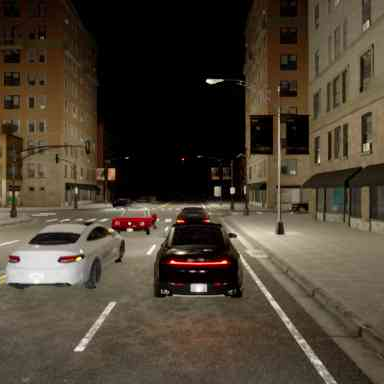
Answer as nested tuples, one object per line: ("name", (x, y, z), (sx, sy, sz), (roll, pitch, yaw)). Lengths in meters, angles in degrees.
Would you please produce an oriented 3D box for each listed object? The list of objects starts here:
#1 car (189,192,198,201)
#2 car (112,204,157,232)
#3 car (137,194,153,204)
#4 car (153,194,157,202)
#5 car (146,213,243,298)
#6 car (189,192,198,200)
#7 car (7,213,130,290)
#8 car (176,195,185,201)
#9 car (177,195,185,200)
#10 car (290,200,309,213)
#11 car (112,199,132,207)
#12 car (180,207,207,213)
("car", (0.349, 1.477, 79.726), (1.837, 1.490, 4.892), (0, 0, 0))
("car", (-3.071, 1.600, 18.738), (1.895, 1.301, 4.718), (0, 0, 0))
("car", (-9.480, 1.534, 65.689), (2.033, 1.411, 5.357), (0, 0, 1))
("car", (-9.411, 1.335, 77.559), (2.097, 1.767, 4.553), (0, 0, 0))
("car", (0.136, 1.505, 8.501), (1.837, 1.490, 4.892), (0, 0, 0))
("car", (0.394, 1.070, 90.175), (2.150, 2.045, 5.566), (0, 0, 0))
("car", (-3.119, 1.525, 8.998), (1.812, 1.442, 4.674), (0, 0, 0))
("car", (-2.900, 1.502, 80.157), (1.812, 1.442, 4.674), (0, 0, 0))
("car", (-2.856, 1.398, 90.160), (1.994, 1.385, 4.181), (0, 0, 0))
("car", (13.213, 1.527, 36.317), (4.902, 1.511, 2.128), (0, 0, -1))
("car", (-9.726, 1.595, 46.407), (1.895, 1.301, 4.718), (0, 0, 3))
("car", (0.075, 1.524, 17.746), (1.812, 1.442, 4.674), (0, 0, 0))
